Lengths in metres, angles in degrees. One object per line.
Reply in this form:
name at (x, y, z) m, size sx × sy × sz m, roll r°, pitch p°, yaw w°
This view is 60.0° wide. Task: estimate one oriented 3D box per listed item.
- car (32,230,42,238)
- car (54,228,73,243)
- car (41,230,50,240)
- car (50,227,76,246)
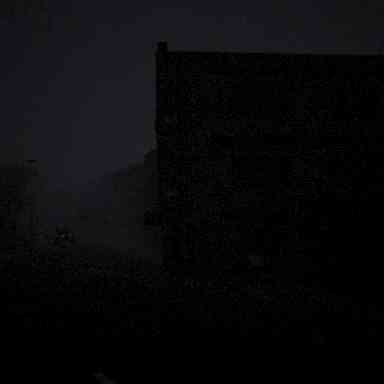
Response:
car at (-31.656, 8.681, 68.741) m, size 1.837 × 1.490 × 4.892 m, roll 0°, pitch -4°, yaw -40°
car at (-20.279, 6.834, 52.286) m, size 2.150 × 2.045 × 5.566 m, roll 0°, pitch -6°, yaw -27°
car at (-25.315, 7.909, 60.696) m, size 2.097 × 1.767 × 4.553 m, roll 0°, pitch -5°, yaw -38°
car at (-15.483, 5.372, 40.488) m, size 2.150 × 2.045 × 5.566 m, roll -1°, pitch -6°, yaw -17°
